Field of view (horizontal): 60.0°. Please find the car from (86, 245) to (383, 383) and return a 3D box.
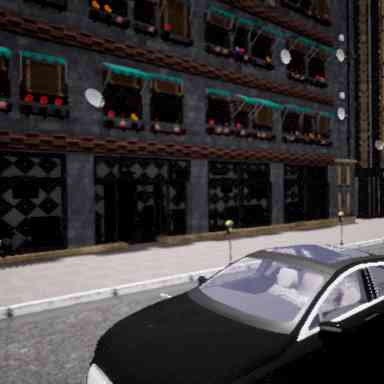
[{"bbox_3d":[1.267,1.470,3.965,4.902,1.511,2.128,0,0,-35],"label":"car"}]
